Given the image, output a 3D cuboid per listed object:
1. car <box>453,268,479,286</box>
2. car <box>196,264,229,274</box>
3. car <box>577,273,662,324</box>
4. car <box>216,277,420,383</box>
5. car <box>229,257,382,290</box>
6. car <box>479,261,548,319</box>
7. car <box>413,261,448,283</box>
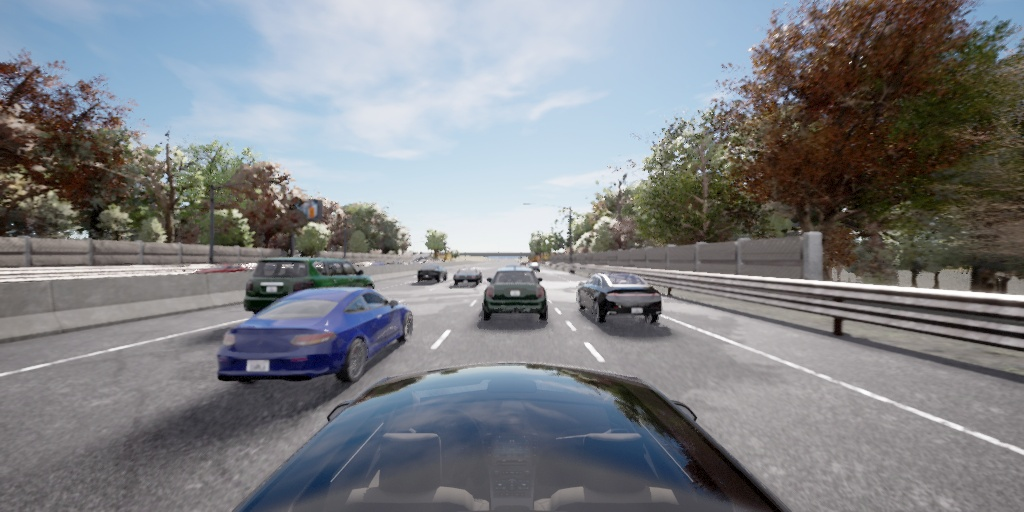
[{"bbox_3d":[-3.389,1.591,28.373,1.895,1.301,4.718,0,-1,0],"label":"car"},{"bbox_3d":[-28.080,1.531,34.873,1.882,1.535,5.008,0,-1,0],"label":"car"},{"bbox_3d":[3.505,1.333,12.464,2.128,1.511,4.902,0,-1,0],"label":"car"},{"bbox_3d":[-3.397,1.324,7.098,1.812,1.442,4.674,0,-1,0],"label":"car"},{"bbox_3d":[-6.896,1.072,12.975,2.150,2.045,5.566,0,-1,0],"label":"car"},{"bbox_3d":[0.102,1.206,13.392,2.097,1.767,4.553,0,-1,0],"label":"car"},{"bbox_3d":[-6.890,1.496,31.421,1.882,1.535,5.008,0,-1,0],"label":"car"}]
